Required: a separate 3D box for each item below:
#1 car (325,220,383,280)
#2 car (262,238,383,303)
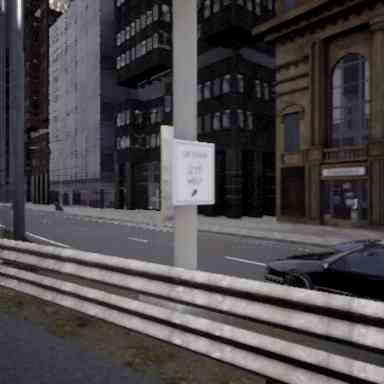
[{"bbox_3d":[6.594,1.664,8.846,2.033,1.411,5.357,0,0,-41],"label":"car"},{"bbox_3d":[4.028,1.676,6.500,2.033,1.411,5.357,0,0,-41],"label":"car"}]
